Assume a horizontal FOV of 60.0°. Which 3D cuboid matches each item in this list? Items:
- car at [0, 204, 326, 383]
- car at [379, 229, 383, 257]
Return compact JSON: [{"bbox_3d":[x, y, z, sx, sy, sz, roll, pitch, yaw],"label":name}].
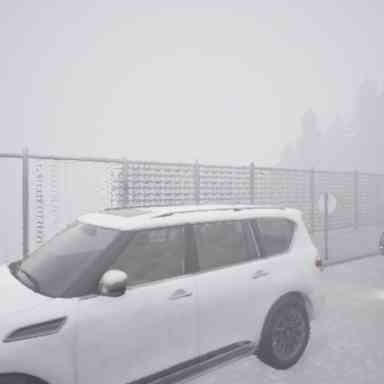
[{"bbox_3d":[-0.628,1.215,4.148,5.566,2.045,2.150,0,0,-36],"label":"car"},{"bbox_3d":[8.077,1.167,10.340,5.566,2.045,2.150,0,0,-36],"label":"car"}]
